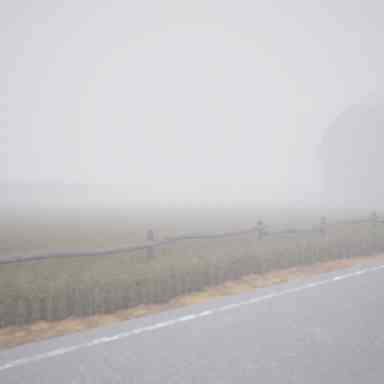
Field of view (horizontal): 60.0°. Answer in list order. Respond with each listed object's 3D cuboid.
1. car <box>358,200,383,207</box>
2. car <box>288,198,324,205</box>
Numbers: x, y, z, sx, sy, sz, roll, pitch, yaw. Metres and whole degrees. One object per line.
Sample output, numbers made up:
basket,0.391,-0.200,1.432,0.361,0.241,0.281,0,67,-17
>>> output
car,23.481,1.662,41.126,2.033,1.411,5.357,0,0,-39
car,15.447,1.581,45.238,1.882,1.535,5.008,0,0,-38
